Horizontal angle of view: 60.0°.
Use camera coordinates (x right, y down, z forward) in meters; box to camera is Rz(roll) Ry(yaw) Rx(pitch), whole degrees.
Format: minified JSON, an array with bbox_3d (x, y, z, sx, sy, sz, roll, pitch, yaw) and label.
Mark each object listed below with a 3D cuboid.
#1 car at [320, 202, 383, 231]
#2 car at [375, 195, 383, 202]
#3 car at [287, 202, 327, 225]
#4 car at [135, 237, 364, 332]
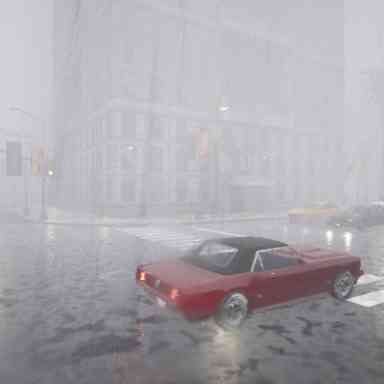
[{"bbox_3d":[10.839,1.544,20.935,5.357,1.411,2.033,0,0,-32],"label":"car"},{"bbox_3d":[17.732,1.217,29.208,5.566,2.045,2.150,0,0,-31],"label":"car"},{"bbox_3d":[9.031,1.474,23.928,5.008,1.535,1.882,0,0,-31],"label":"car"},{"bbox_3d":[1.366,1.598,6.808,4.718,1.301,1.895,0,0,-31],"label":"car"}]
